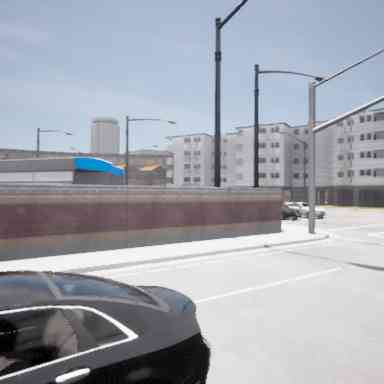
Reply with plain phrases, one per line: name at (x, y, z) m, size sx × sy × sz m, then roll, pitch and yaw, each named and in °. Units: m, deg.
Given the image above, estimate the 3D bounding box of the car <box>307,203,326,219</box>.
car at (10.235, 1.679, 31.235) m, size 1.812 × 1.442 × 4.674 m, roll 0°, pitch 0°, yaw -36°

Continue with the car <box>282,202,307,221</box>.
car at (7.291, 1.638, 29.311) m, size 1.837 × 1.490 × 4.892 m, roll 0°, pitch 0°, yaw -35°

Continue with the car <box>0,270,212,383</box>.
car at (-2.087, 1.503, 2.489) m, size 4.892 × 1.490 × 1.837 m, roll 0°, pitch 0°, yaw -35°
